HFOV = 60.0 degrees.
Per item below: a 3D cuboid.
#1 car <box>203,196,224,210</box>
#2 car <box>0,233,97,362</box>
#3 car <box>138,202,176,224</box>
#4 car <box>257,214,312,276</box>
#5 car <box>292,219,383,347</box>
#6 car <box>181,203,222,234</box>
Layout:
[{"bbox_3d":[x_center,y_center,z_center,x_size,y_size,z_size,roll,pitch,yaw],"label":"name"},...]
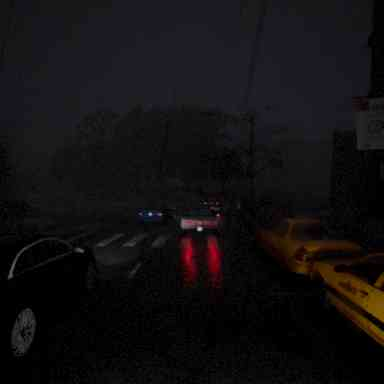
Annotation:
[{"bbox_3d":[2.059,1.165,32.286,2.128,1.511,4.902,1,2,8],"label":"car"},{"bbox_3d":[-3.132,1.463,5.828,2.128,1.511,4.902,0,0,0],"label":"car"},{"bbox_3d":[-2.374,1.408,23.373,2.033,1.411,5.357,0,1,5],"label":"car"},{"bbox_3d":[3.242,1.429,10.140,1.946,1.575,5.366,0,0,0],"label":"car"},{"bbox_3d":[3.229,1.453,4.617,1.946,1.575,5.366,0,0,0],"label":"car"},{"bbox_3d":[0.514,1.516,18.507,1.895,1.301,4.718,0,0,3],"label":"car"}]
